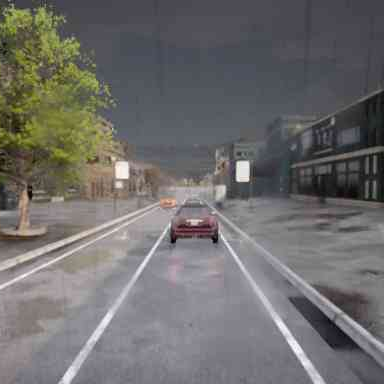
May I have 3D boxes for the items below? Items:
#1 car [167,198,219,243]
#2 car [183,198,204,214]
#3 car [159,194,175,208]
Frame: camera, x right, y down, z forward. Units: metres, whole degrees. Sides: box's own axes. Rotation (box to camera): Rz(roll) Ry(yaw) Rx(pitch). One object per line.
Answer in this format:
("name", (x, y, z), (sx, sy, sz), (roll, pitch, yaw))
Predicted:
("car", (0.104, 1.340, 16.126), (2.097, 1.767, 4.553), (0, 0, 0))
("car", (0.110, 1.435, 35.007), (2.033, 1.411, 5.357), (0, 0, 0))
("car", (-3.070, 1.150, 43.923), (2.097, 1.767, 4.553), (0, 1, 0))
